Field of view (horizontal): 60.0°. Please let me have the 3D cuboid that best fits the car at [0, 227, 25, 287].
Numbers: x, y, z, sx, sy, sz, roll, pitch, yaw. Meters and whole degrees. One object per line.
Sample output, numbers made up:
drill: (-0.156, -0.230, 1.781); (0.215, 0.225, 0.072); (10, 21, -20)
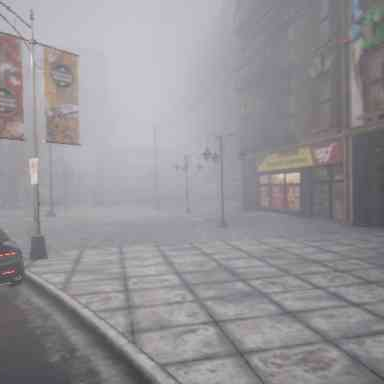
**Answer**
car: (-5.707, 1.472, 8.193); (1.837, 1.490, 4.892); (-2, 1, -44)
